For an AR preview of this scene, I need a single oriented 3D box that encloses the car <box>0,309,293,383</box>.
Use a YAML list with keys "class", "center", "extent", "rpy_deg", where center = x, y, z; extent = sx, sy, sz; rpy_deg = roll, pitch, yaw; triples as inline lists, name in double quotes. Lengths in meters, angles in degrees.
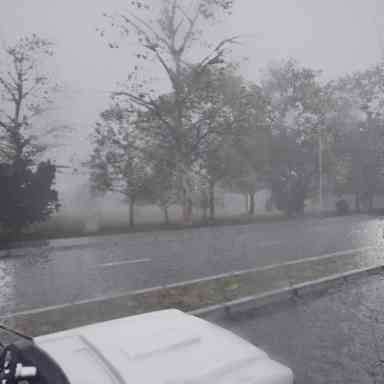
- class: "car"
  center: [-1.432, 1.601, 2.110]
  extent: [4.718, 1.301, 1.895]
  rpy_deg: [0, 0, -35]
